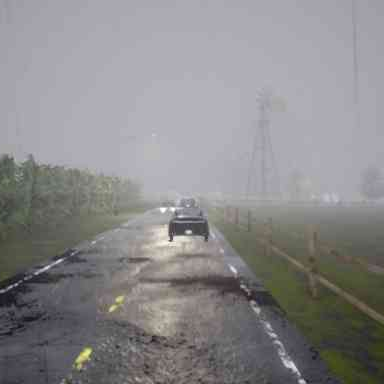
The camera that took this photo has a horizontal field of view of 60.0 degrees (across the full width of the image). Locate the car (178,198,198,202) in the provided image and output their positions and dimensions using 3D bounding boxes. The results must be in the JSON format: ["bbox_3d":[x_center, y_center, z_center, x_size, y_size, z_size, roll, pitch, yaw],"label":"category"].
[{"bbox_3d":[-0.417,1.369,34.460,2.097,1.767,4.553,0,0,-1],"label":"car"}]

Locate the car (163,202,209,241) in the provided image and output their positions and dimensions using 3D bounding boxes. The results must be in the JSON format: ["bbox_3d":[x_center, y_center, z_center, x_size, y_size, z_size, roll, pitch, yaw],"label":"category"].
[{"bbox_3d":[-0.174,1.496,16.637,2.128,1.511,4.902,0,0,-1],"label":"car"}]

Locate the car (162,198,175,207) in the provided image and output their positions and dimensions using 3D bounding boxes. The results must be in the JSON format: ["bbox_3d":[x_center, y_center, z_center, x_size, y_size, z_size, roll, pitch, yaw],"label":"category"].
[{"bbox_3d":[-3.520,1.639,50.665,1.895,1.301,4.718,0,0,0],"label":"car"}]
